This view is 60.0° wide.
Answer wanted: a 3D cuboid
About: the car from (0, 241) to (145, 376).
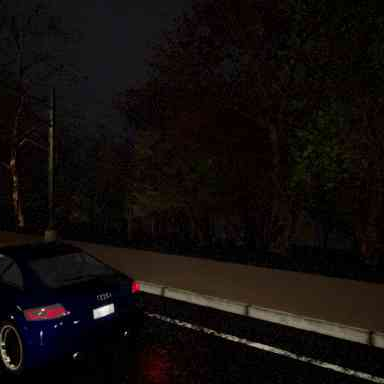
[{"bbox_3d":[-2.786,1.563,5.654,4.181,1.385,1.994,0,0,37],"label":"car"}]
